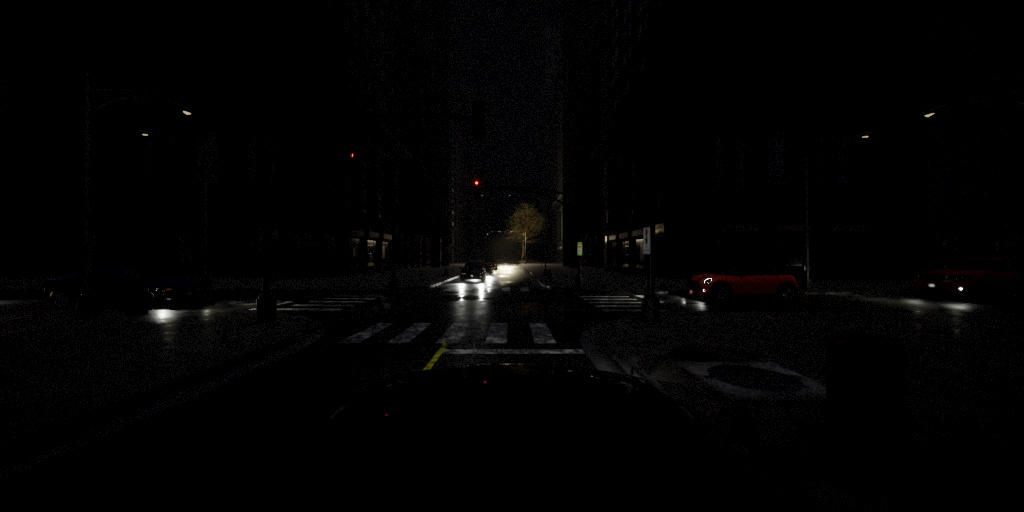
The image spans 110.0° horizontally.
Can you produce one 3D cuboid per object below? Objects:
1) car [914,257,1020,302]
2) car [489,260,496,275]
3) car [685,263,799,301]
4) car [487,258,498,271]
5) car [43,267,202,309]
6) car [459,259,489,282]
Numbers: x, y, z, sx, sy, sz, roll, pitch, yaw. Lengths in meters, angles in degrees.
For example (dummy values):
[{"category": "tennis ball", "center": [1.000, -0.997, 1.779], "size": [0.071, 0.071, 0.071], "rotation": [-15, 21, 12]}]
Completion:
[{"category": "car", "center": [22.755, 1.043, 17.080], "size": [5.566, 2.045, 2.150], "rotation": [0, 0, 0]}, {"category": "car", "center": [-3.086, 1.355, 39.080], "size": [1.895, 1.301, 4.718], "rotation": [0, 0, 0]}, {"category": "car", "center": [10.785, 1.138, 17.088], "size": [4.553, 1.767, 2.097], "rotation": [0, 0, 0]}, {"category": "car", "center": [-3.072, 1.117, 49.009], "size": [2.097, 1.767, 4.553], "rotation": [0, 0, 0]}, {"category": "car", "center": [-14.907, 1.176, 13.895], "size": [5.008, 1.535, 1.882], "rotation": [0, 0, 2]}, {"category": "car", "center": [-3.092, 1.255, 29.117], "size": [1.837, 1.490, 4.892], "rotation": [0, 0, -2]}]
